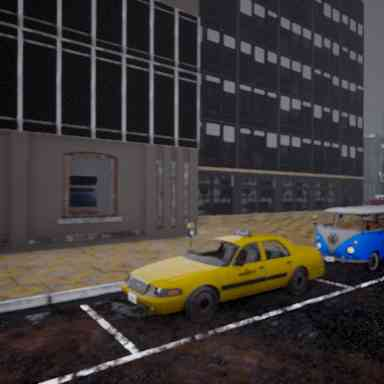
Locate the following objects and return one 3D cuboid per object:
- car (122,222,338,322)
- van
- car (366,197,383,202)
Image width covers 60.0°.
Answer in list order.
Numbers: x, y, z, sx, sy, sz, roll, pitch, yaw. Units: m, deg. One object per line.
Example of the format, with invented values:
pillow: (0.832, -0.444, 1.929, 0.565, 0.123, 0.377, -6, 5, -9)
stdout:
car: (0.924, 1.529, 7.212, 4.829, 1.417, 1.752, 0, 0, -35)
van: (5.574, 1.349, 10.525, 3.998, 1.788, 1.690, 0, 0, -35)
car: (26.589, 1.377, 46.541, 1.802, 1.307, 4.206, 1, 0, -36)
